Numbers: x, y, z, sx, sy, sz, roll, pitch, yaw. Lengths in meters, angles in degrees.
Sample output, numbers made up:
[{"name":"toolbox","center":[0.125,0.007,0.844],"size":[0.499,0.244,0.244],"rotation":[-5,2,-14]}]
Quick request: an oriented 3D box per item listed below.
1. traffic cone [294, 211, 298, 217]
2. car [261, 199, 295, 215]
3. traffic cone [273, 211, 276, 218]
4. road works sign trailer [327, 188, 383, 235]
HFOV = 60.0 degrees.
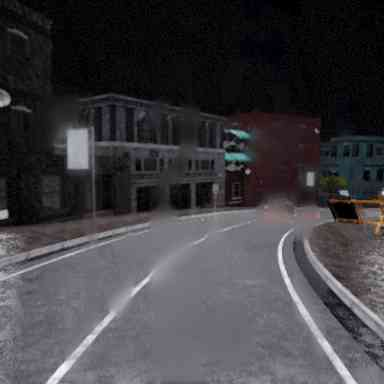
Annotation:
[{"name":"traffic cone","center":[10.125,2.095,32.282],"size":[0.340,0.580,0.340],"rotation":[4,1,30]},{"name":"car","center":[8.970,1.521,34.379],"size":[2.128,1.511,4.902],"rotation":[4,2,41]},{"name":"traffic cone","center":[7.272,2.007,29.317],"size":[0.340,0.580,0.340],"rotation":[3,1,30]},{"name":"road works sign trailer","center":[10.245,1.333,20.261],"size":[3.560,2.380,2.880],"rotation":[4,46,48]}]
